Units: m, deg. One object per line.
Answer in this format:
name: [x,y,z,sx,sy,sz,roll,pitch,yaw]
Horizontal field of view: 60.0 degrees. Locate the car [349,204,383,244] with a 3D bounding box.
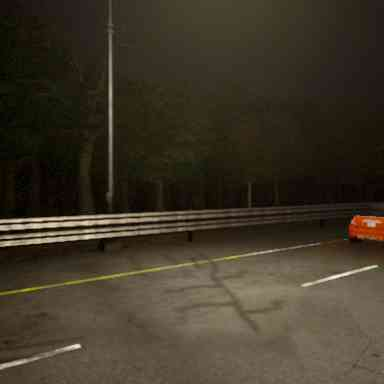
car: [8.795,1.293,14.309,4.553,1.767,2.097,0,0,-35]
